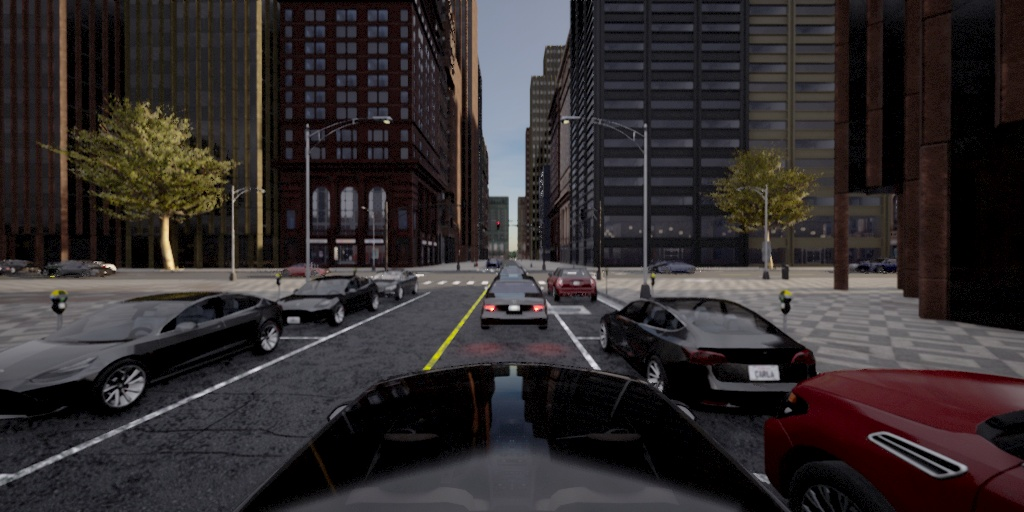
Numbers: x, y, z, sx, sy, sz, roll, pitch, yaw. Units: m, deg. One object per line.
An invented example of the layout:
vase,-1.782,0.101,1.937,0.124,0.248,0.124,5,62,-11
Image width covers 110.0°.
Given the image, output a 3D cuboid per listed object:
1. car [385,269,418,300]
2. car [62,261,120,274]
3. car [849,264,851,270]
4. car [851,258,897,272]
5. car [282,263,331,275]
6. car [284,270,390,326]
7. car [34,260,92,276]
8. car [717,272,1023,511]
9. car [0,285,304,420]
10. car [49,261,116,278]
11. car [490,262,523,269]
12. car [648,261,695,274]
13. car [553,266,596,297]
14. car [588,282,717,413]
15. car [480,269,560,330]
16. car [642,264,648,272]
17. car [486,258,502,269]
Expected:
car,-5.757,1.296,17.277,2.007,1.370,4.403,0,0,0
car,-49.206,1.374,41.947,4.674,1.442,1.812,0,0,1
car,41.592,1.224,42.144,4.718,1.301,1.895,0,0,0
car,40.313,0.993,38.895,4.553,1.767,2.097,0,0,0
car,-20.201,1.364,35.367,4.181,1.385,1.994,0,0,0
car,-5.759,1.313,11.640,1.948,1.339,4.313,0,0,0
car,-47.650,1.213,38.716,4.553,1.767,2.097,0,0,1
car,2.761,1.065,0.366,2.192,1.841,5.009,0,0,0
car,-5.762,1.314,6.004,1.948,1.339,4.313,0,0,0
car,-42.079,1.425,35.350,4.181,1.385,1.994,0,0,0
car,0.007,1.292,21.183,2.033,1.411,5.357,0,0,0
car,17.540,1.253,38.883,4.181,1.385,1.994,0,0,0
car,2.768,1.185,17.275,1.967,1.591,4.097,0,0,0
car,2.763,1.314,6.003,1.948,1.339,4.313,0,0,0
car,0.067,1.294,11.111,2.033,1.411,5.357,0,0,0
car,17.568,1.236,42.133,4.181,1.385,1.994,0,0,0
car,-3.038,1.107,57.144,2.097,1.767,4.553,0,0,0
